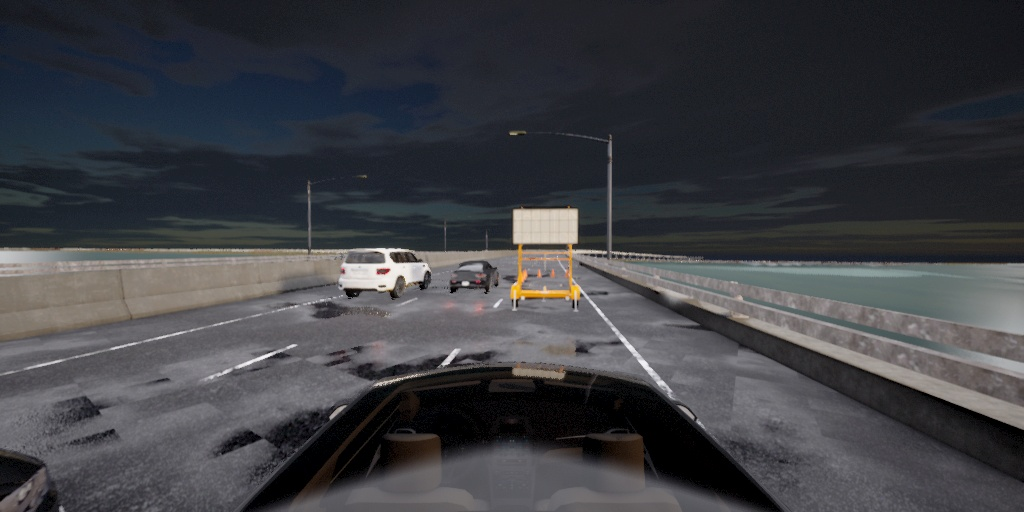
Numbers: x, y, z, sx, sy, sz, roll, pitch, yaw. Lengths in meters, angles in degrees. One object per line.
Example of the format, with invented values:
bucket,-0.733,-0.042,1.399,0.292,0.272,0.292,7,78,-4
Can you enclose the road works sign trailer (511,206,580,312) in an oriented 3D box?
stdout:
road works sign trailer,1.211,-0.008,13.118,2.380,3.560,2.880,0,0,5

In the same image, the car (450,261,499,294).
car,-1.759,0.964,17.654,1.812,1.442,4.674,0,1,6

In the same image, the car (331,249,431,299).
car,-5.430,0.691,16.059,2.150,2.045,5.566,0,1,5
